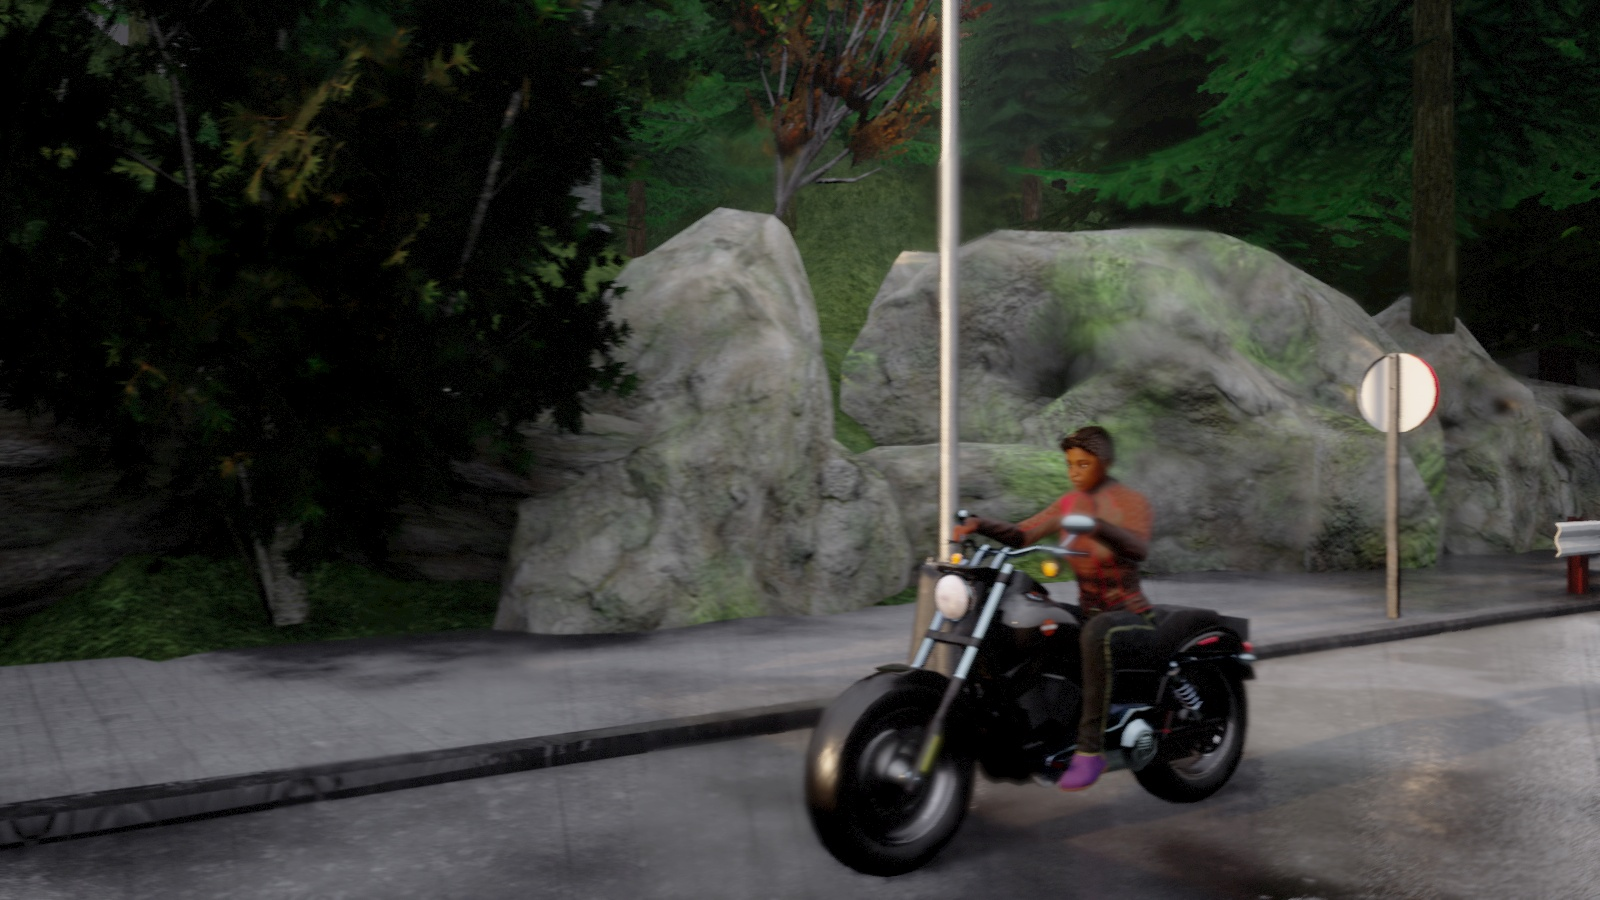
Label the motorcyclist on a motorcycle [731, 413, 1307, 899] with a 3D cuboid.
[{"bbox_3d":[0.937,0.705,4.910,2.350,1.649,0.766,0,0,-35],"label":"motorcyclist on a motorcycle"}]
